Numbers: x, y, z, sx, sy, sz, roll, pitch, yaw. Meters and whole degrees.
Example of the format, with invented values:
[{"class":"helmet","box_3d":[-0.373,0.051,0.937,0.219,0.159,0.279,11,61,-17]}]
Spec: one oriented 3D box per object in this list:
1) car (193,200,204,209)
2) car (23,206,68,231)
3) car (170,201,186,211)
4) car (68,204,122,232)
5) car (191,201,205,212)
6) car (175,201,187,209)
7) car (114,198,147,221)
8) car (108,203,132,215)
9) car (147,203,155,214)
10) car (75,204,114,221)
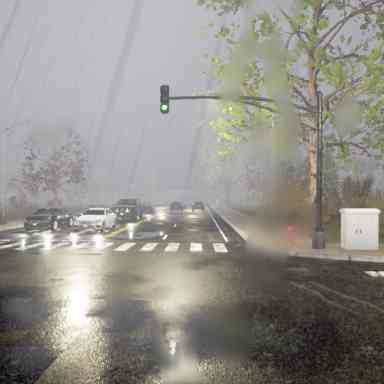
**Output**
[{"class":"car","box_3d":[1.190,2.351,61.632,1.837,1.490,4.892,0,-1,1]},{"class":"car","box_3d":[-9.602,1.764,22.646,1.837,1.490,4.892,0,-1,-1]},{"class":"car","box_3d":[-2.305,2.171,51.294,1.882,1.535,5.008,0,-1,1]},{"class":"car","box_3d":[-6.334,1.790,22.277,1.812,1.442,4.674,0,-1,2]},{"class":"car","box_3d":[0.944,2.207,51.217,1.837,1.490,4.892,0,-1,1]},{"class":"car","box_3d":[-2.059,2.438,61.737,1.895,1.301,4.718,0,-1,1]},{"class":"car","box_3d":[-6.102,1.628,31.978,2.150,2.045,5.566,0,-1,1]},{"class":"car","box_3d":[-9.105,2.109,42.313,1.994,1.385,4.181,0,-1,2]},{"class":"car","box_3d":[-5.854,2.119,42.338,1.994,1.385,4.181,0,-1,1]},{"class":"car","box_3d":[-9.339,1.949,32.383,2.033,1.411,5.357,0,-1,2]}]
